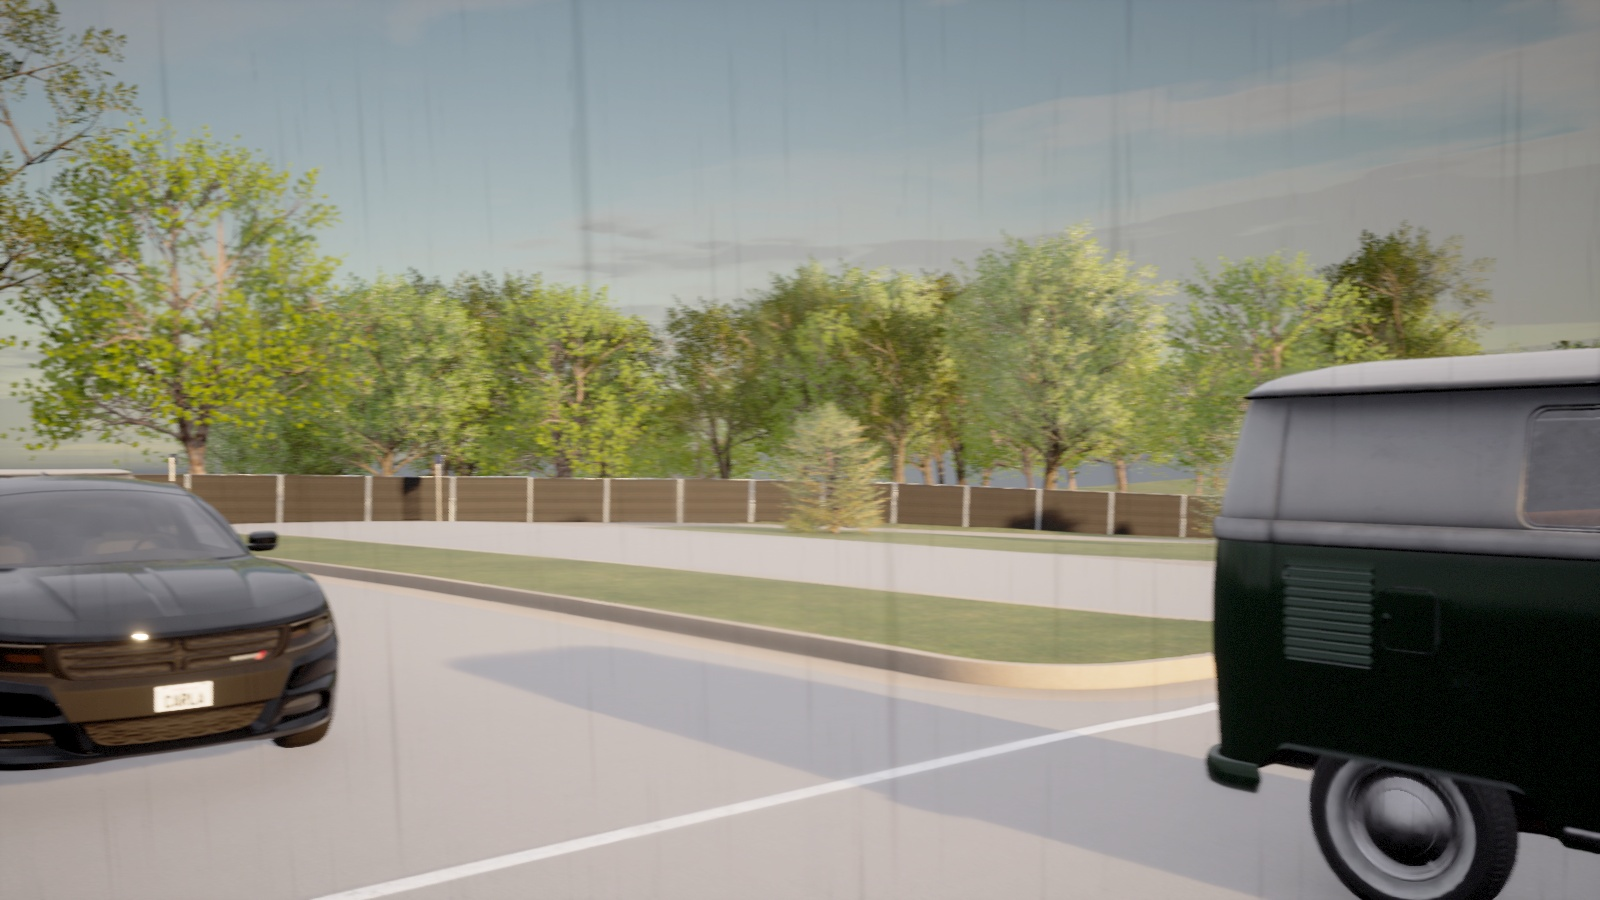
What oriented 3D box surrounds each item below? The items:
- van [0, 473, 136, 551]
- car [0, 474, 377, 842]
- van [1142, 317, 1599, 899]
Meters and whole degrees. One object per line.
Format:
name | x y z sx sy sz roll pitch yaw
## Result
van | -20.984 1.684 34.610 1.775 1.987 4.442 -3 -1 29
car | -4.530 0.937 7.696 1.882 1.535 5.008 0 -1 -41
van | 3.476 0.595 3.844 1.775 1.987 4.442 1 -1 -41
